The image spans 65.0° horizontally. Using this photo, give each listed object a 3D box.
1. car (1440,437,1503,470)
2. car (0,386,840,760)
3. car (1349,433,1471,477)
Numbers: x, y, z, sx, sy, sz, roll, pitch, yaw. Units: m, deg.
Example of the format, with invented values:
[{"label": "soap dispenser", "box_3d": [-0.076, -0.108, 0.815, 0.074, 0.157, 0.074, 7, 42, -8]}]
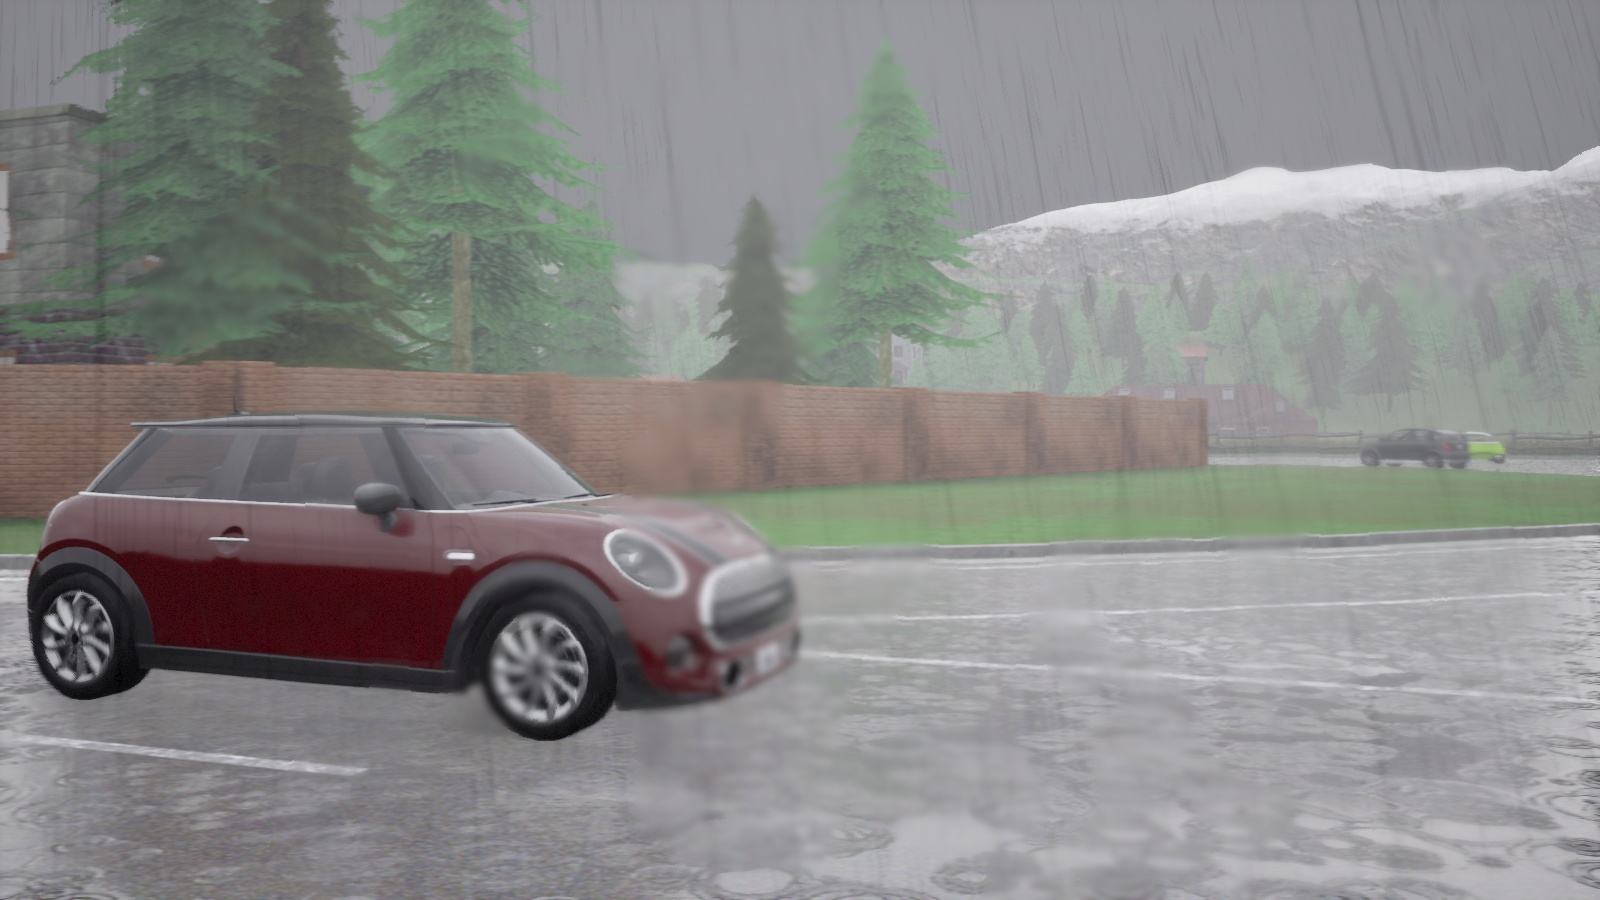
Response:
[{"label": "car", "box_3d": [29.693, 0.135, 55.591, 2.207, 1.376, 1.481, 1, 1, 19]}, {"label": "car", "box_3d": [-2.249, 0.537, 7.640, 4.553, 1.767, 2.097, 1, 1, 19]}, {"label": "car", "box_3d": [22.774, 0.157, 47.001, 1.789, 1.549, 3.705, 0, 1, -32]}]
